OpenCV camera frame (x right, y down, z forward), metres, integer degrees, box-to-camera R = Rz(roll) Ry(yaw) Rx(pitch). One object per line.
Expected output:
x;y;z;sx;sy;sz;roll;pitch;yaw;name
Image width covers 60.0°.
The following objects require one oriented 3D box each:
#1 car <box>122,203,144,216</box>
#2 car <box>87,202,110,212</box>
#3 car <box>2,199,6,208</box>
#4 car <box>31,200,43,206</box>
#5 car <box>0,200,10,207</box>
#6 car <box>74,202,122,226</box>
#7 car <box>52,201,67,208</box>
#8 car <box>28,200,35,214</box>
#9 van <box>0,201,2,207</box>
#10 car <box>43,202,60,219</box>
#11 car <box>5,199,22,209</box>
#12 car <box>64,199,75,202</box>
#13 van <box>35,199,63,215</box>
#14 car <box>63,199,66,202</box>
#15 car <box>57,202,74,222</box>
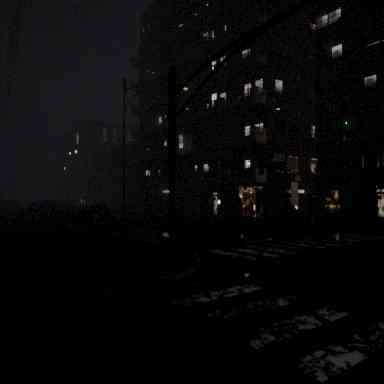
-7.423;2.006;39.764;1.752;1.417;4.829;-1;0;-35;car
-13.731;2.191;48.619;1.947;1.339;4.313;-1;0;-35;car
-36.380;2.542;66.828;1.887;1.381;4.507;-1;0;-35;car
-39.361;2.773;84.593;1.947;1.339;4.313;-1;0;-35;car
-42.693;2.666;75.688;1.752;1.417;4.829;-1;0;-35;car
-7.530;1.776;26.330;1.967;1.590;4.097;-1;0;-35;car
-26.547;2.462;66.606;1.887;1.381;4.507;-1;0;-35;car
-20.353;2.073;44.329;1.967;1.590;4.097;-1;0;-35;car
-39.589;2.411;71.328;1.690;1.788;3.998;-1;0;-35;van
-13.939;2.036;35.329;2.008;1.369;4.403;-1;0;-35;car
-33.176;2.365;62.328;1.967;1.590;4.097;-1;0;-35;car
-23.347;2.160;62.109;2.192;1.841;5.009;-1;0;-35;car
-17.149;1.900;39.830;1.690;1.788;3.998;-1;0;-35;van
-20.623;2.184;49.148;1.994;1.385;4.181;0;-1;-35;car
-10.636;1.934;30.691;1.752;1.417;4.829;-1;0;-35;car
